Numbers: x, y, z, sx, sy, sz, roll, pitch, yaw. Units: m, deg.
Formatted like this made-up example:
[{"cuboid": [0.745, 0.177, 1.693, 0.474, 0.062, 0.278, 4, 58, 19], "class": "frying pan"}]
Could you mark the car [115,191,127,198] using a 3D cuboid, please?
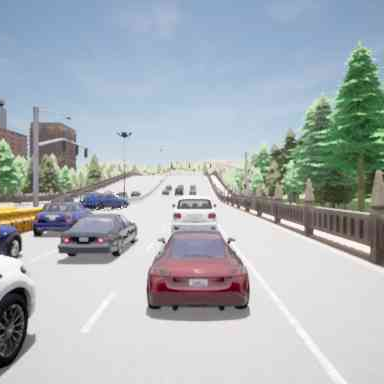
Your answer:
[{"cuboid": [-17.351, 0.513, 81.611, 1.895, 1.301, 4.718, 0, 4, 0], "class": "car"}]

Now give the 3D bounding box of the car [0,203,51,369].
[{"cuboid": [-3.397, 1.220, 2.580, 2.150, 2.045, 5.566, 0, 0, 0], "class": "car"}]

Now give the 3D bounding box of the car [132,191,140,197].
[{"cuboid": [-13.855, 0.438, 81.044, 1.882, 1.535, 5.008, 0, 4, 0], "class": "car"}]

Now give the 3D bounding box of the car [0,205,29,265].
[{"cuboid": [-6.890, 1.346, 9.612, 2.097, 1.767, 4.553, 0, 0, 0], "class": "car"}]

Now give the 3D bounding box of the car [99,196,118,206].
[{"cuboid": [-14.007, 1.434, 56.105, 1.882, 1.535, 5.008, 0, 0, 0], "class": "car"}]

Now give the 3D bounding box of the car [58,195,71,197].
[{"cuboid": [-21.073, 1.315, 54.258, 2.097, 1.767, 4.553, 0, 0, 2], "class": "car"}]

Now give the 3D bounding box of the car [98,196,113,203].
[{"cuboid": [-17.428, 1.423, 67.203, 1.895, 1.301, 4.718, 0, 1, 0], "class": "car"}]

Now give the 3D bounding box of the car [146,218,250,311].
[{"cuboid": [0.110, 1.559, 7.852, 1.994, 1.385, 4.181, 0, 0, 0], "class": "car"}]

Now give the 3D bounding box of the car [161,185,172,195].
[{"cuboid": [-6.819, -0.080, 86.462, 1.812, 1.442, 4.674, 0, 7, 0], "class": "car"}]

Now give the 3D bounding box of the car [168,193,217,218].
[{"cuboid": [0.118, 1.211, 17.258, 2.150, 2.045, 5.566, 0, 0, 0], "class": "car"}]

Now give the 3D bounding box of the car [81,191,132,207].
[{"cuboid": [-10.600, 1.195, 40.914, 5.566, 2.045, 2.150, 0, 1, -44], "class": "car"}]

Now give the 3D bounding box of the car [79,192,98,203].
[{"cuboid": [-20.927, 1.046, 67.530, 2.150, 2.045, 5.566, 0, 2, 0], "class": "car"}]

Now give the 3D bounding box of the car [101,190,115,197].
[{"cuboid": [-20.846, 0.387, 82.356, 2.033, 1.411, 5.357, 0, 4, 0], "class": "car"}]

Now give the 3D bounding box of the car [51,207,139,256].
[{"cuboid": [-3.392, 1.539, 12.962, 2.033, 1.411, 5.357, 0, 0, 0], "class": "car"}]

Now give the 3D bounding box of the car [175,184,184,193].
[{"cuboid": [-3.322, -0.338, 86.019, 2.150, 2.045, 5.566, 0, 7, 0], "class": "car"}]

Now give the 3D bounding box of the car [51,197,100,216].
[{"cuboid": [-6.932, 1.340, 18.542, 2.097, 1.767, 4.553, 0, 0, -1], "class": "car"}]

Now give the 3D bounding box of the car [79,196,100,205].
[{"cuboid": [-17.496, 1.446, 57.161, 2.128, 1.511, 4.902, 0, 0, 1], "class": "car"}]

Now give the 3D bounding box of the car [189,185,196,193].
[{"cuboid": [0.181, -0.079, 86.416, 2.128, 1.511, 4.902, 0, 7, 0], "class": "car"}]
